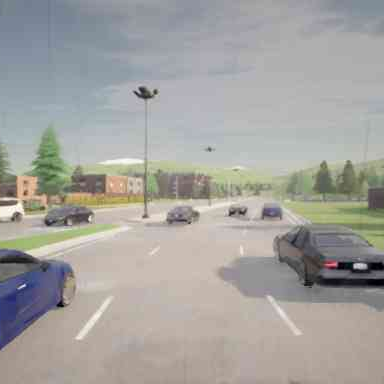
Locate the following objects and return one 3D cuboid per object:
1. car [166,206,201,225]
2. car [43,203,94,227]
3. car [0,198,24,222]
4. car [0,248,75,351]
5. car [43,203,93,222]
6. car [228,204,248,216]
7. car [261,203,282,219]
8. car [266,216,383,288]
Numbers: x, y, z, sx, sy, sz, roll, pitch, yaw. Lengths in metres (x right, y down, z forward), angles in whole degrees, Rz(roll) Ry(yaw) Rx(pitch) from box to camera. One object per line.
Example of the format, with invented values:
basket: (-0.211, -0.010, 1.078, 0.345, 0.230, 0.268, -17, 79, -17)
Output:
car: (-0.618, 1.841, 26.935, 2.033, 1.411, 5.357, 0, -1, 12)
car: (-9.371, 1.803, 25.706, 1.837, 1.490, 4.892, 0, -1, 13)
car: (-16.240, 1.547, 27.054, 2.150, 2.045, 5.566, 0, 0, 13)
car: (-3.393, 1.590, 5.209, 1.812, 1.442, 4.674, 0, -1, 0)
car: (-11.602, 1.857, 31.599, 2.128, 1.511, 4.902, 0, -1, 12)
car: (5.279, 1.997, 37.569, 1.895, 1.301, 4.718, 0, -1, 12)
car: (7.735, 1.813, 32.397, 1.882, 1.535, 5.008, 0, -1, 12)
car: (3.694, 1.644, 9.545, 2.033, 1.411, 5.357, 0, -1, 3)
